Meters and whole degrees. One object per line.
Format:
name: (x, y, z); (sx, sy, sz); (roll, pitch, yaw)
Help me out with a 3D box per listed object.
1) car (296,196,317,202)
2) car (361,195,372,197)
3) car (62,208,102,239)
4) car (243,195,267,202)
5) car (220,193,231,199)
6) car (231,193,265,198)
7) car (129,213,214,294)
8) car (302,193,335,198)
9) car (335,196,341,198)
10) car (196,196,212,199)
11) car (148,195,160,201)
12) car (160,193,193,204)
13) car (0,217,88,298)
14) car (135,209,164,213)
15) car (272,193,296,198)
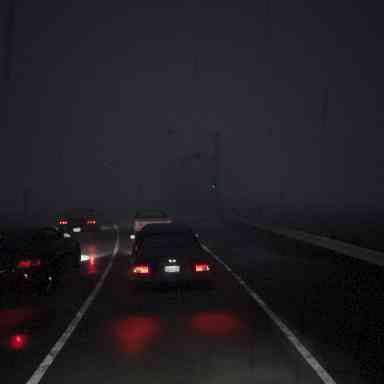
car: (27.737, 1.595, 80.406); (4.718, 1.301, 1.895); (0, 0, -26)
car: (39.279, 1.478, 75.261); (5.008, 1.535, 1.882); (0, 0, -34)
car: (-5.689, 1.526, 17.142); (1.812, 1.442, 4.674); (0, 0, -13)
car: (14.047, 1.525, 74.652); (4.902, 1.511, 2.128); (0, 0, -20)
car: (8.481, 1.222, 68.926); (5.566, 2.045, 2.150); (0, 0, -20)
car: (10.765, 1.221, 62.390); (5.566, 2.045, 2.150); (0, 0, -20)
car: (-0.695, 1.547, 8.975); (2.033, 1.411, 5.357); (0, 0, -7)
car: (25.609, 1.225, 67.728); (5.566, 2.045, 2.150); (0, 0, -22)
car: (33.494, 1.540, 79.763); (5.357, 1.411, 2.033); (0, 0, -30)
car: (2.253, 1.552, 70.401); (4.181, 1.385, 1.994); (0, 0, -20)
car: (-6.925, 1.352, 67.156); (4.553, 1.767, 2.097); (0, 0, -20)
car: (-2.686, 1.352, 57.563); (4.553, 1.767, 2.097); (0, 0, -20)
car: (-4.210, 1.564, 8.532); (1.994, 1.385, 4.181); (0, 0, -6)
car: (-2.375, 1.601, 18.476); (1.895, 1.301, 4.718); (0, 0, -12)
car: (20.199, 1.225, 73.171); (5.566, 2.045, 2.150); (0, 0, -20)
